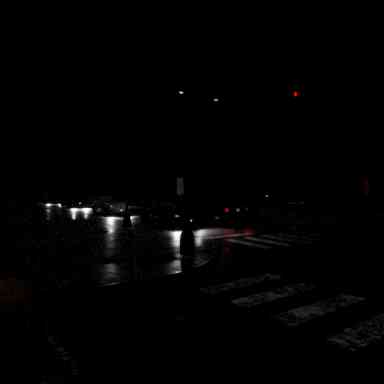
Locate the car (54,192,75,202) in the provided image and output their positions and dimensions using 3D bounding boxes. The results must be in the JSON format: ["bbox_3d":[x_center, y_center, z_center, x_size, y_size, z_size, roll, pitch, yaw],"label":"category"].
[{"bbox_3d":[-19.324,0.683,50.214,1.895,1.301,4.718,0,1,-36],"label":"car"}]

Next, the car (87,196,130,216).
[{"bbox_3d":[-6.675,1.061,27.020,1.812,1.442,4.674,0,1,-35],"label":"car"}]

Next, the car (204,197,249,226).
[{"bbox_3d":[1.451,1.067,21.159,2.097,1.767,4.553,0,1,-36],"label":"car"}]

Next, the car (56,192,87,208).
[{"bbox_3d":[-12.433,0.921,35.071,1.994,1.385,4.181,0,1,-36],"label":"car"}]

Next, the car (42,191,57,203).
[{"bbox_3d":[-18.401,0.683,43.564,1.837,1.490,4.892,0,1,-32],"label":"car"}]

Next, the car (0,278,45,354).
[{"bbox_3d":[-4.280,1.525,3.608,4.829,1.417,1.752,0,0,-35],"label":"car"}]

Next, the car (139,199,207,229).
[{"bbox_3d":[-1.464,1.227,19.728,1.812,1.442,4.674,0,1,-37],"label":"car"}]
